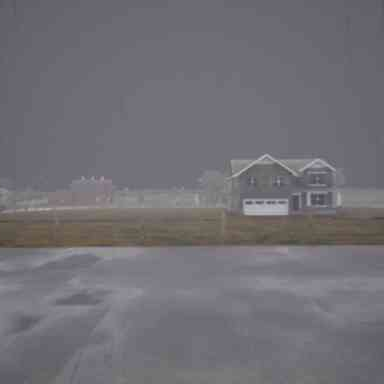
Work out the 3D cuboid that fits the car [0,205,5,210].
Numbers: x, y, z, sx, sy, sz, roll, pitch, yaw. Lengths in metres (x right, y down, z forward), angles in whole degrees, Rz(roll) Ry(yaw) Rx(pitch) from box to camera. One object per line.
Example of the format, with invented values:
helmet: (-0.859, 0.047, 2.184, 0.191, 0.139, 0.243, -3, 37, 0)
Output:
car: (-35.395, 2.804, 59.016, 2.033, 1.411, 5.357, 0, -1, 1)
